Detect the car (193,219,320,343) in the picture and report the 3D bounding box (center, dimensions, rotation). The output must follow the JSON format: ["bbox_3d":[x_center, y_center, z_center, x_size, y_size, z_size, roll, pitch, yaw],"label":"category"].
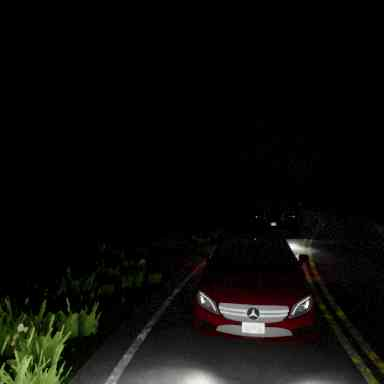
[{"bbox_3d":[1.233,1.534,6.679,1.812,1.442,4.674,-1,0,11],"label":"car"}]

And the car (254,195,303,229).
[{"bbox_3d":[5.009,1.214,18.849,2.150,2.045,5.566,-2,-1,22],"label":"car"}]
